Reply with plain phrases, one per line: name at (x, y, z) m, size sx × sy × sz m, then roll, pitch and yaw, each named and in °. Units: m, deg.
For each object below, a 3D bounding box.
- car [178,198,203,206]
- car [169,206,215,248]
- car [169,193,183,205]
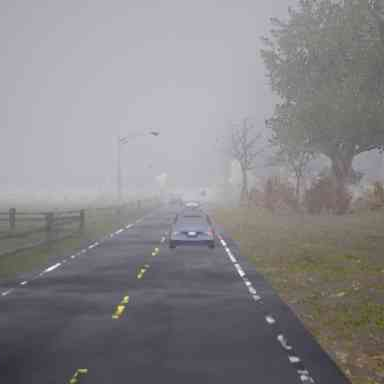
car at (0.000, 1.523, 29.649) m, size 1.812 × 1.442 × 4.674 m, roll 0°, pitch 0°, yaw 0°
car at (0.000, 1.559, 14.650) m, size 2.033 × 1.411 × 5.357 m, roll 0°, pitch 0°, yaw 0°
car at (-2.750, 1.267, 58.619) m, size 2.150 × 2.045 × 5.566 m, roll 0°, pitch 0°, yaw 0°
